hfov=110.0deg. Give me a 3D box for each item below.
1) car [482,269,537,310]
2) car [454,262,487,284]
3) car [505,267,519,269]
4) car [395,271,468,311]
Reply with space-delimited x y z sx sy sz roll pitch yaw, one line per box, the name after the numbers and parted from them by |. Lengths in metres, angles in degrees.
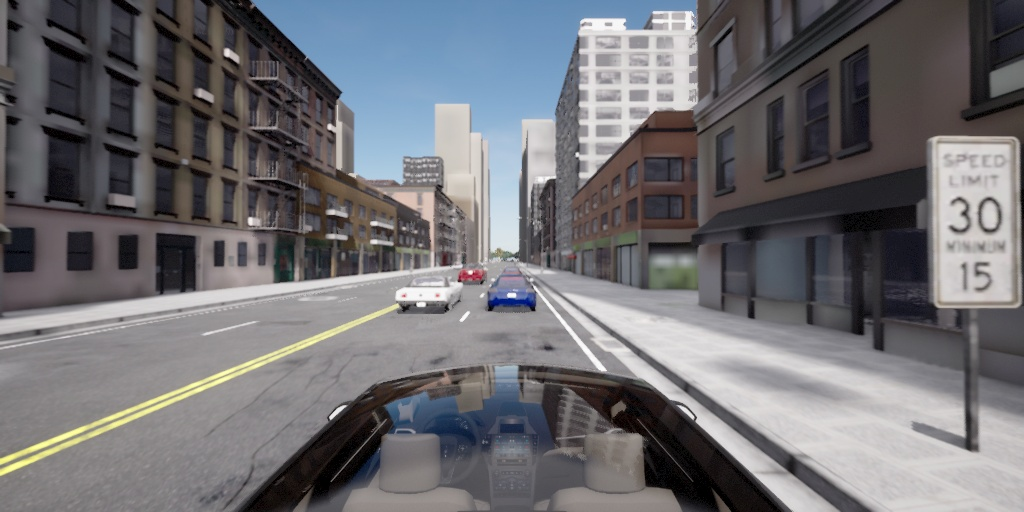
0.006 1.446 15.397 1.994 1.385 4.181 0 0 0 | car
-3.259 1.377 30.283 2.097 1.767 4.553 0 -1 0 | car
-0.010 1.591 30.346 1.994 1.385 4.181 0 0 0 | car
-3.248 1.480 15.107 1.895 1.301 4.718 0 -1 0 | car
